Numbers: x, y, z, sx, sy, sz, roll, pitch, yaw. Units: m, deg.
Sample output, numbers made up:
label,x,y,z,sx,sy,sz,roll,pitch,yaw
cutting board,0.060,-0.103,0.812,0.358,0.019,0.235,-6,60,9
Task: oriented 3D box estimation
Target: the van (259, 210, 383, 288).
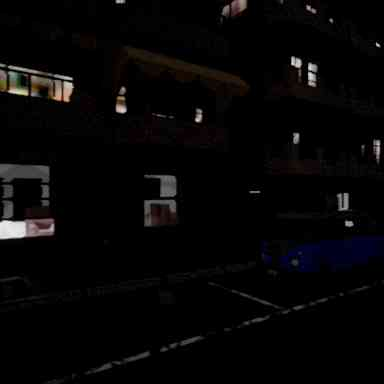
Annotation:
label,x,y,z,sx,sy,sz,roll,pitch,yaw
van,3.631,1.417,9.164,3.998,1.788,1.690,1,-1,-36
